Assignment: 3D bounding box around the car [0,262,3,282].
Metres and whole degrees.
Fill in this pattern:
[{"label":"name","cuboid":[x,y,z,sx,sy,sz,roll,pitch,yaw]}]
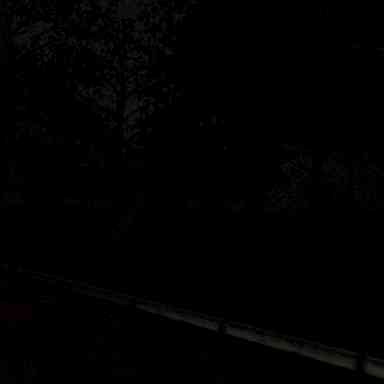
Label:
[{"label":"car","cuboid":[-6.353,1.574,7.901,4.181,1.385,1.994,0,0,35]}]
